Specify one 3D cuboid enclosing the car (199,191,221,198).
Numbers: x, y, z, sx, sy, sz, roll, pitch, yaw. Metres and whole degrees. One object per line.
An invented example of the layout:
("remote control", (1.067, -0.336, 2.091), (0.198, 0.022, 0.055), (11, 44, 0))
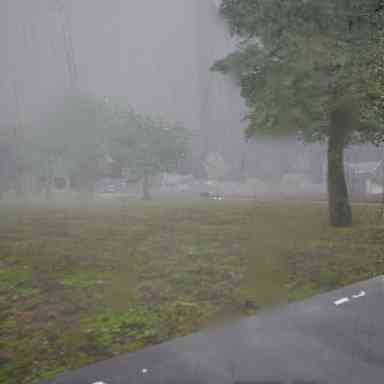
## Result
("car", (3.513, 0.586, 66.981), (2.033, 1.411, 5.357), (1, 0, -36))
